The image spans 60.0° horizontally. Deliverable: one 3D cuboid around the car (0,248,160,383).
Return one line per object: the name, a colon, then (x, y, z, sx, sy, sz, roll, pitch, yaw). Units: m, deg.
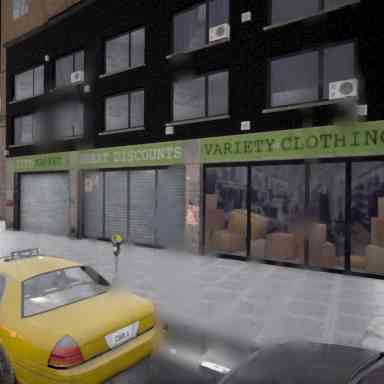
car: (-2.634, 1.524, 4.972, 4.829, 1.417, 1.752, 0, 1, 36)

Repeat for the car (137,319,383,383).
car: (2.047, 1.551, 1.624, 4.403, 1.369, 2.008, 0, 1, 36)
